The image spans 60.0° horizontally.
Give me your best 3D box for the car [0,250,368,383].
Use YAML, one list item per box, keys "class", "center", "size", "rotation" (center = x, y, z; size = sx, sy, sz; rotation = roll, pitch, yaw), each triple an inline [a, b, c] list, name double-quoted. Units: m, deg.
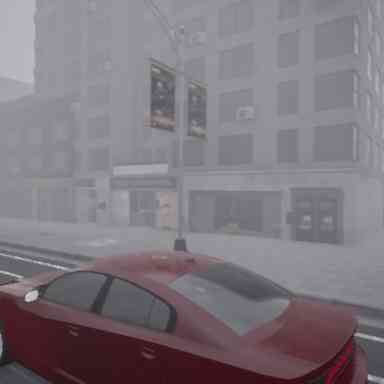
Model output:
- class: "car"
  center: [-0.693, 1.473, 4.057]
  size: [5.008, 1.535, 1.882]
  rotation: [0, 0, 36]
